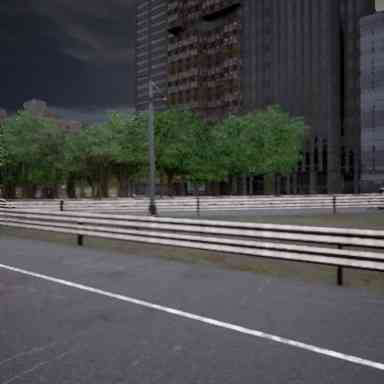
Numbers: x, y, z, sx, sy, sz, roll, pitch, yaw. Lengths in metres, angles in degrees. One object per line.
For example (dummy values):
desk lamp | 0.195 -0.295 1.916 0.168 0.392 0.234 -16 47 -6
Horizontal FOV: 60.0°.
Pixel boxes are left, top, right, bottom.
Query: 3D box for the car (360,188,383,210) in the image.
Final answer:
car | 18.499 0.541 30.699 5.566 2.045 2.150 -1 0 -6
